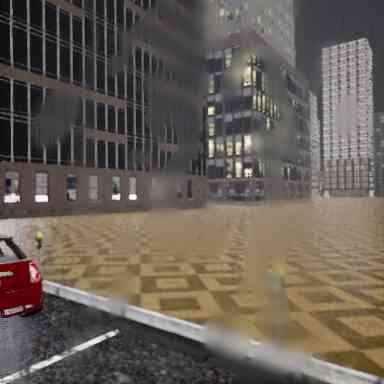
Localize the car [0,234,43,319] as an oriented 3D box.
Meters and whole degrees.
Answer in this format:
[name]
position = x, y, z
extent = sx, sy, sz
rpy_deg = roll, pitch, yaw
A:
[car]
position = -4.599, 1.390, 6.135
extent = 4.097, 1.590, 1.967
rpy_deg = 0, -1, 36
